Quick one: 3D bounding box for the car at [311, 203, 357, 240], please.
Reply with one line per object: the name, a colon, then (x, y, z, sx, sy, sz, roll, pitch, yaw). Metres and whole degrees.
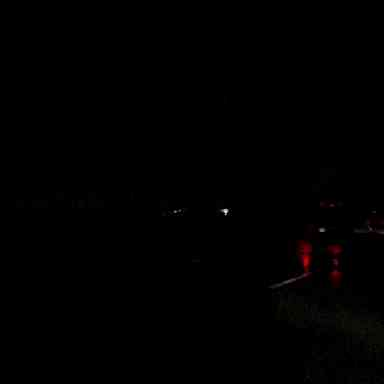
car: (7.089, 1.526, 17.023, 1.812, 1.442, 4.674, 0, 0, 31)

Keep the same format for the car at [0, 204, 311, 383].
car: (-1.745, 1.223, 2.502, 5.566, 2.045, 2.150, 0, 0, -36)

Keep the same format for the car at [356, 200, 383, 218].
car: (16.045, 1.492, 30.716, 2.128, 1.511, 4.902, 0, 0, 12)

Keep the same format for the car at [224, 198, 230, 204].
car: (6.169, 1.600, 51.681, 1.895, 1.301, 4.718, 0, 0, 12)

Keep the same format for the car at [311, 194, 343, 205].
car: (12.561, 1.216, 31.174, 2.150, 2.045, 5.566, 0, 0, 12)
